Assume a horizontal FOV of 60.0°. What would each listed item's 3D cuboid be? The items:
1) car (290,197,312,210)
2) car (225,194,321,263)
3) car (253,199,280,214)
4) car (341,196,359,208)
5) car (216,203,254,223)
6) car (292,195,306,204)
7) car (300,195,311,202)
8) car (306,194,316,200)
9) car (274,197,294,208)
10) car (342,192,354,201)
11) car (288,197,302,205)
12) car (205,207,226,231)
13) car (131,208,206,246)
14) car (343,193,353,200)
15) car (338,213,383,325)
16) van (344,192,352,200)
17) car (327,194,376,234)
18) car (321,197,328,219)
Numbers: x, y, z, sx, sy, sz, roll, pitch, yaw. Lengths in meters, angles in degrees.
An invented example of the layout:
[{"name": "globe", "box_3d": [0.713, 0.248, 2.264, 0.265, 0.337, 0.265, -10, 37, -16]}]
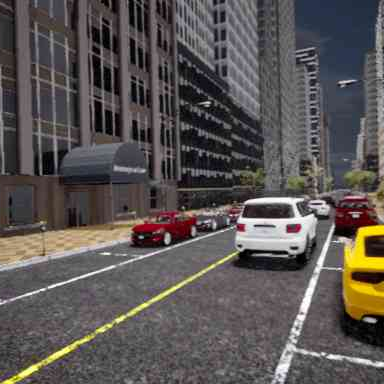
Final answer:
[{"name": "car", "box_3d": [14.341, 1.468, 43.525, 2.033, 1.411, 5.357, -2, 0, 25]}, {"name": "car", "box_3d": [3.263, 1.219, 12.193, 2.150, 2.045, 5.566, -2, 0, 25]}, {"name": "car", "box_3d": [8.314, 1.581, 36.895, 2.008, 1.369, 4.403, -2, -1, 25]}, {"name": "car", "box_3d": [20.691, 1.310, 43.692, 2.008, 1.369, 4.403, -2, -1, 25]}, {"name": "car", "box_3d": [3.542, 1.667, 26.578, 1.802, 1.307, 4.206, -2, -1, 25]}, {"name": "car", "box_3d": [20.244, 1.334, 62.686, 1.967, 1.590, 4.097, -2, -1, 25]}, {"name": "car", "box_3d": [24.949, 1.365, 72.848, 1.752, 1.417, 4.829, -2, -1, 25]}, {"name": "car", "box_3d": [29.795, 1.349, 83.318, 1.947, 1.339, 4.313, -2, -1, 25]}, {"name": "car", "box_3d": [13.088, 1.527, 47.211, 2.008, 1.369, 4.403, -2, -1, 25]}, {"name": "car", "box_3d": [32.616, 0.937, 69.486, 2.192, 1.841, 5.009, -2, -1, 25]}, {"name": "car", "box_3d": [17.862, 1.503, 57.527, 1.802, 1.307, 4.206, -2, -1, 25]}, {"name": "car", "box_3d": [1.154, 1.663, 21.420, 2.008, 1.369, 4.403, -2, -1, 25]}, {"name": "car", "box_3d": [-1.232, 1.683, 16.262, 1.887, 1.381, 4.507, -2, -1, 25]}, {"name": "car", "box_3d": [37.394, 1.007, 79.800, 1.967, 1.590, 4.097, -2, -1, 25]}, {"name": "car", "box_3d": [4.122, 1.418, 6.800, 1.882, 1.535, 5.008, -2, 0, 25]}, {"name": "van", "box_3d": [35.004, 0.936, 74.643, 1.690, 1.788, 3.998, -2, -1, 25]}, {"name": "car", "box_3d": [8.749, 1.210, 17.904, 2.192, 1.841, 5.009, -2, -1, 25]}, {"name": "car", "box_3d": [10.657, 1.440, 28.188, 1.812, 1.442, 4.674, -2, 0, 25]}]
